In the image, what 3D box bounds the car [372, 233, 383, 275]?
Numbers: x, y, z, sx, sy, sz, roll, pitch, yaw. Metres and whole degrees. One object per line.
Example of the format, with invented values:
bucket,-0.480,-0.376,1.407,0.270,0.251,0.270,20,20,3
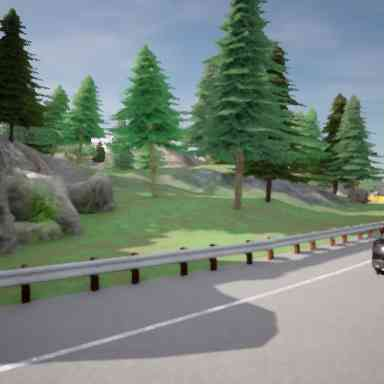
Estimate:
car,6.818,1.516,9.465,4.892,1.490,1.837,0,0,-41
